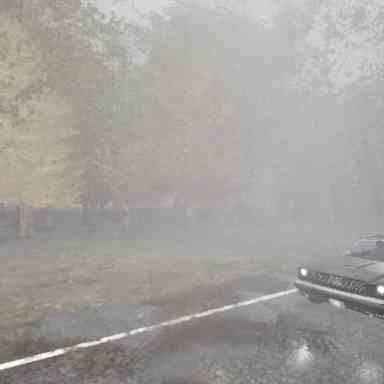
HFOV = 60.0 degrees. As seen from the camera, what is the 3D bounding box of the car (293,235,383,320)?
[{"bbox_3d":[4.321,1.639,7.077,4.718,1.301,1.895,0,0,-35],"label":"car"}]
